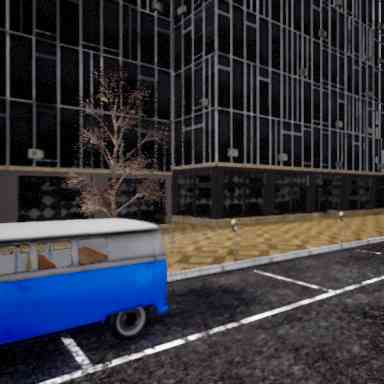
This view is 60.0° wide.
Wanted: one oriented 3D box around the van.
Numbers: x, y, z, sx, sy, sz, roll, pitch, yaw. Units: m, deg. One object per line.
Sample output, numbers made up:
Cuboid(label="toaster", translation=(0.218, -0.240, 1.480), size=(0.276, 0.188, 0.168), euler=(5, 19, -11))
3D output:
Cuboid(label="van", translation=(-2.285, 1.339, 4.929), size=(3.998, 1.788, 1.690), euler=(0, 0, -35))
